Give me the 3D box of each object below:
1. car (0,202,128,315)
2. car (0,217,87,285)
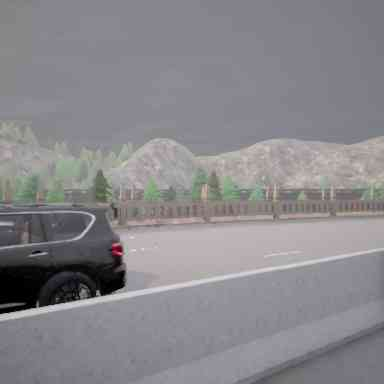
[{"bbox_3d":[-3.833,1.221,5.435,5.566,2.045,2.150,0,0,-35],"label":"car"},{"bbox_3d":[-5.333,1.526,8.592,4.674,1.442,1.812,0,0,-35],"label":"car"}]
